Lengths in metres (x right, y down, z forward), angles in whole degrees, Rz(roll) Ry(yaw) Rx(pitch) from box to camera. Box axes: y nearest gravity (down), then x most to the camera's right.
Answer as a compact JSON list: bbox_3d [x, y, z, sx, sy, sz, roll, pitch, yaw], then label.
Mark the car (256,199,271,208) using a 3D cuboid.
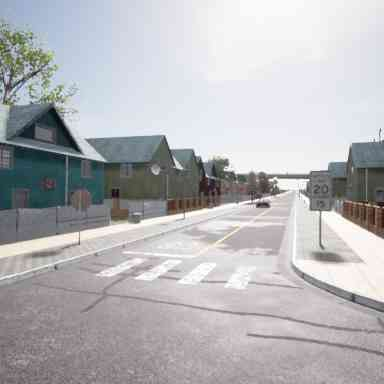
[{"bbox_3d":[10.796,1.651,50.232,1.895,1.301,4.718,0,0,17],"label":"car"}]
